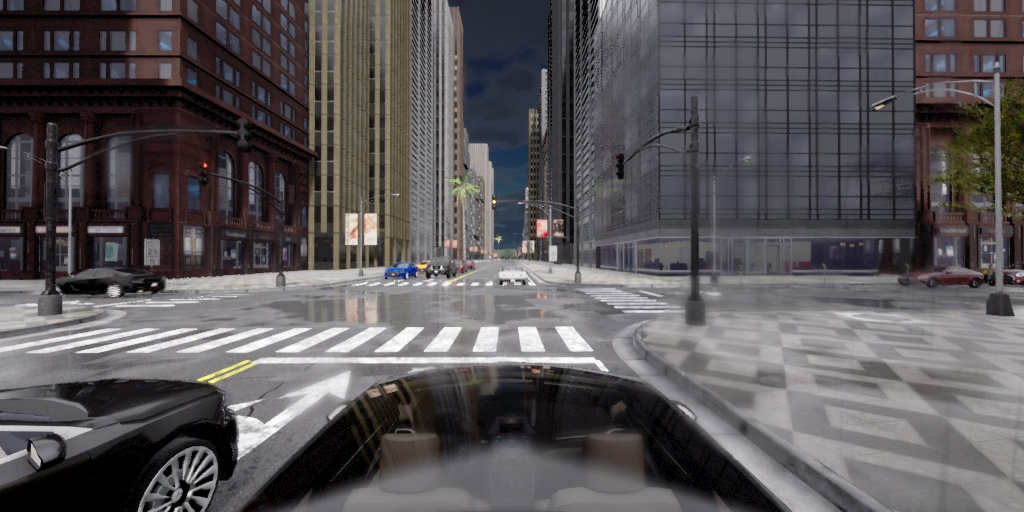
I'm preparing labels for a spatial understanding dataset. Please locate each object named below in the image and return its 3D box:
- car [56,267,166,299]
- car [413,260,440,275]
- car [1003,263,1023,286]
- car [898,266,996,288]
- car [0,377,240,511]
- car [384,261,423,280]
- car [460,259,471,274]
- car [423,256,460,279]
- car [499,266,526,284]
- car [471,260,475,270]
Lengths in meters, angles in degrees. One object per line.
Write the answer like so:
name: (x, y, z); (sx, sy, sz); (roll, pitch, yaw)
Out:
car: (-20.738, 1.327, 18.380); (5.008, 1.535, 1.882); (0, -1, 1)
car: (-9.927, 1.315, 41.940); (1.882, 1.535, 5.008); (0, 0, 0)
car: (32.056, 1.116, 22.178); (4.097, 1.591, 1.967); (0, 0, -1)
car: (26.418, 1.274, 22.078); (4.207, 1.307, 1.802); (0, 0, -1)
car: (-3.138, 1.241, 0.968); (2.128, 1.511, 4.902); (0, 0, -1)
car: (-9.916, 1.286, 32.435); (1.882, 1.535, 5.008); (0, 0, 0)
car: (-6.676, 1.195, 43.584); (2.097, 1.767, 4.553); (0, 0, 0)
car: (-6.674, 1.035, 34.333); (2.150, 2.045, 5.566); (0, 0, 0)
car: (0.038, 1.395, 27.047); (1.895, 1.301, 4.718); (0, 0, 0)
car: (-6.697, 1.362, 54.317); (1.882, 1.535, 5.008); (0, 0, 0)
